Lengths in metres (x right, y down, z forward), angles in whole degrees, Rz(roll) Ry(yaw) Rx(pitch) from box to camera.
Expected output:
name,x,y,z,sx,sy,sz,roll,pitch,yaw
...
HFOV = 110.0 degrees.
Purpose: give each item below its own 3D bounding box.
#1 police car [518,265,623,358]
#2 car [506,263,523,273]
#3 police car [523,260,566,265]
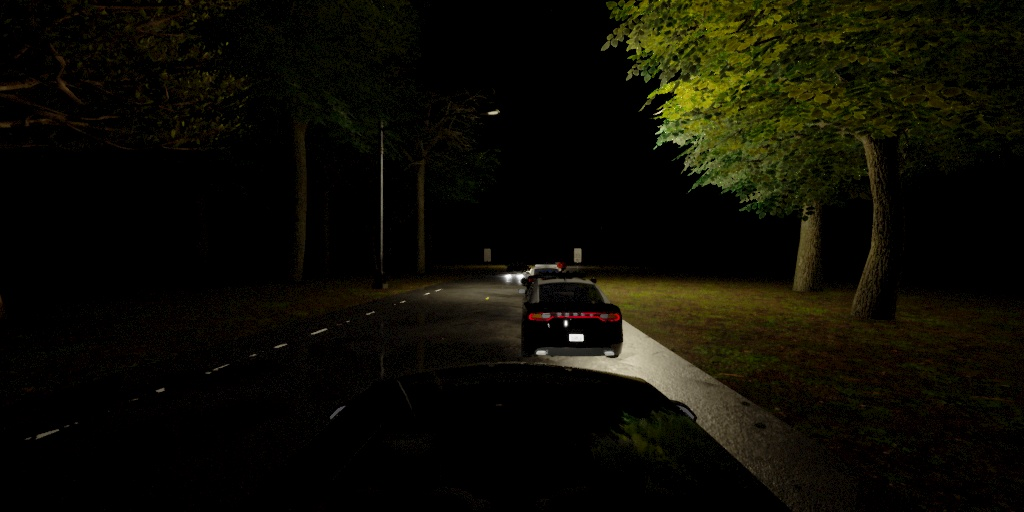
name,x,y,z,sx,sy,sz,roll,pitch,yaw
police car,1.179,1.180,8.641,1.930,1.638,5.238,0,0,2
car,0.628,1.452,44.040,1.895,1.301,4.718,0,0,11
police car,1.751,1.203,18.501,1.930,1.638,5.238,0,0,5
